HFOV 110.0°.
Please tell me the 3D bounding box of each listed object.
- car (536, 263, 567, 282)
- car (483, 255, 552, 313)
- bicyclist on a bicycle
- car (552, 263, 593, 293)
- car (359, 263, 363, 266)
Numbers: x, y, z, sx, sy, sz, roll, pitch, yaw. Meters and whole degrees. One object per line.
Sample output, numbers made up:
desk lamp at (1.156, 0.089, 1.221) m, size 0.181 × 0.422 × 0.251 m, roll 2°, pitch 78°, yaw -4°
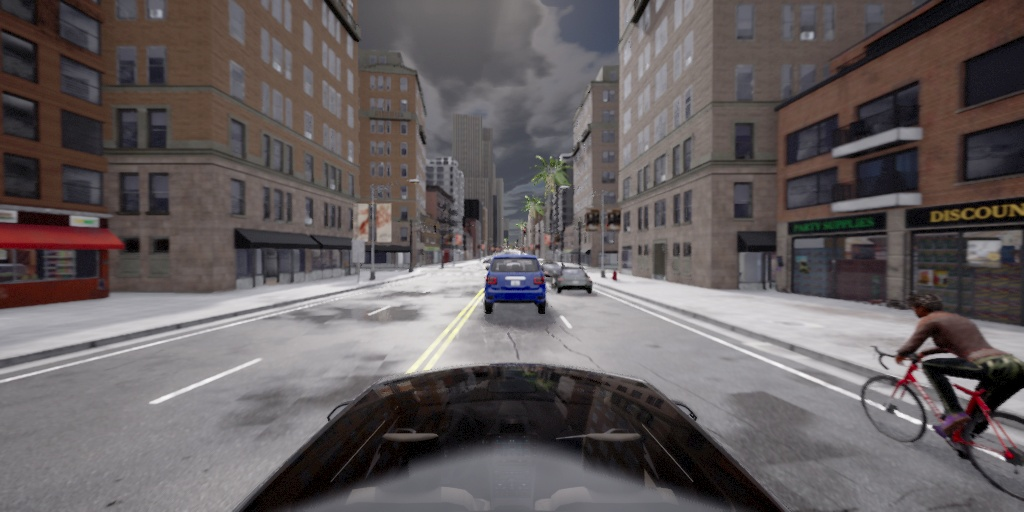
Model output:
car at (3.272, 1.313, 30.710) m, size 2.033 × 1.411 × 5.357 m, roll 0°, pitch 0°, yaw 0°
car at (0.109, 0.973, 14.201) m, size 2.150 × 2.045 × 5.566 m, roll 0°, pitch 0°, yaw 0°
bicyclist on a bicycle at (4.146, 1.202, 3.441) m, size 0.582 × 1.620 × 1.656 m, roll 0°, pitch 0°, yaw 0°
car at (3.341, 1.322, 20.710) m, size 1.994 × 1.385 × 4.181 m, roll 0°, pitch 0°, yaw 0°
car at (-23.858, 0.870, 51.110) m, size 5.009 × 1.841 × 2.192 m, roll 0°, pitch 0°, yaw -9°
